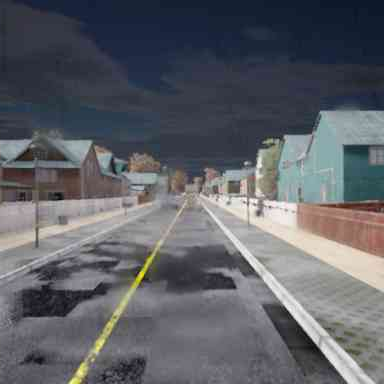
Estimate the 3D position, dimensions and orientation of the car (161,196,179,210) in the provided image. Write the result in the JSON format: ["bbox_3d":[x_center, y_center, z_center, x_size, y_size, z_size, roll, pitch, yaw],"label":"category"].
[{"bbox_3d":[-2.840,1.356,43.348,2.097,1.767,4.553,0,0,0],"label":"car"}]

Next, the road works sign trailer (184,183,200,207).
[{"bbox_3d":[-0.004,0.465,51.611,2.380,3.560,2.880,0,0,0],"label":"road works sign trailer"}]
